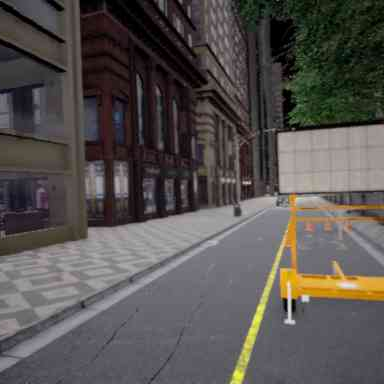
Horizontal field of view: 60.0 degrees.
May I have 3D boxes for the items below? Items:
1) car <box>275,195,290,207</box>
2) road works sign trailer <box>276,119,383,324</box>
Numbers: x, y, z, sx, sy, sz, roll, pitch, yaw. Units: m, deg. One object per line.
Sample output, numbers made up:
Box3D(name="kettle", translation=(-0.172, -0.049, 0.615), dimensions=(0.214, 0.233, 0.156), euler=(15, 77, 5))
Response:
Box3D(name="car", translation=(13.715, 1.044, 49.381), dimensions=(2.150, 2.045, 5.566), euler=(-2, 0, 18))
Box3D(name="road works sign trailer", translation=(2.987, 0.423, 6.735), dimensions=(2.380, 3.560, 2.880), euler=(-2, 0, 17))
